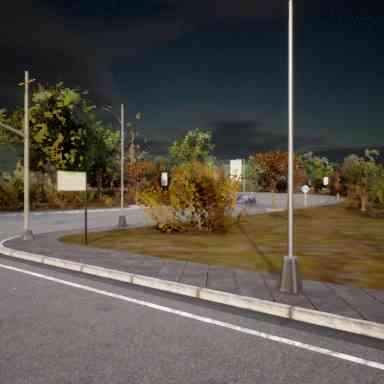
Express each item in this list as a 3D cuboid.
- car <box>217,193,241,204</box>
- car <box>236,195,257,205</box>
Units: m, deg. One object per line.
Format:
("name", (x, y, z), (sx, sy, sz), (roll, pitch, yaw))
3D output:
("car", (6.337, 1.101, 56.504), (2.097, 1.767, 4.553), (0, 1, 38))
("car", (8.840, 1.283, 54.028), (1.812, 1.442, 4.674), (0, 1, 38))
